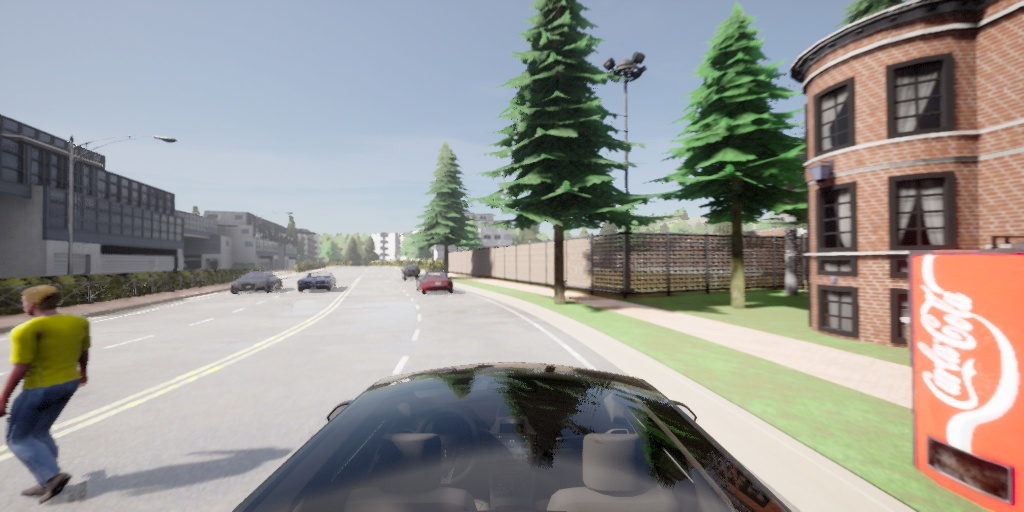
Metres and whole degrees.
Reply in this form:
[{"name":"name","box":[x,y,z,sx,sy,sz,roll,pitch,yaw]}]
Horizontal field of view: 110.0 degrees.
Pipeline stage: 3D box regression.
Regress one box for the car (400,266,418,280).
[{"name":"car","box":[-10.888,1.789,38.781,1.837,1.490,4.892,0,-1,-21]}]

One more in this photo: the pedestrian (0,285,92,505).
[{"name":"pedestrian","box":[-3.897,1.083,3.046,0.375,1.860,0.375,0,-1,-3]}]

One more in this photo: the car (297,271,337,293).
[{"name":"car","box":[-13.006,1.710,24.130,1.895,1.301,4.718,0,-1,-21]}]

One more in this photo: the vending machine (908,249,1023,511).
[{"name":"vending machine","box":[3.911,0.935,2.595,1.100,2.100,0.880,0,0,-2]}]

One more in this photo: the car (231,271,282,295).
[{"name":"car","box":[-16.408,1.681,23.232,1.994,1.385,4.181,0,-1,-21]}]

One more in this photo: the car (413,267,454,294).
[{"name":"car","box":[-5.015,1.615,23.059,1.994,1.385,4.181,0,-1,-20]}]
